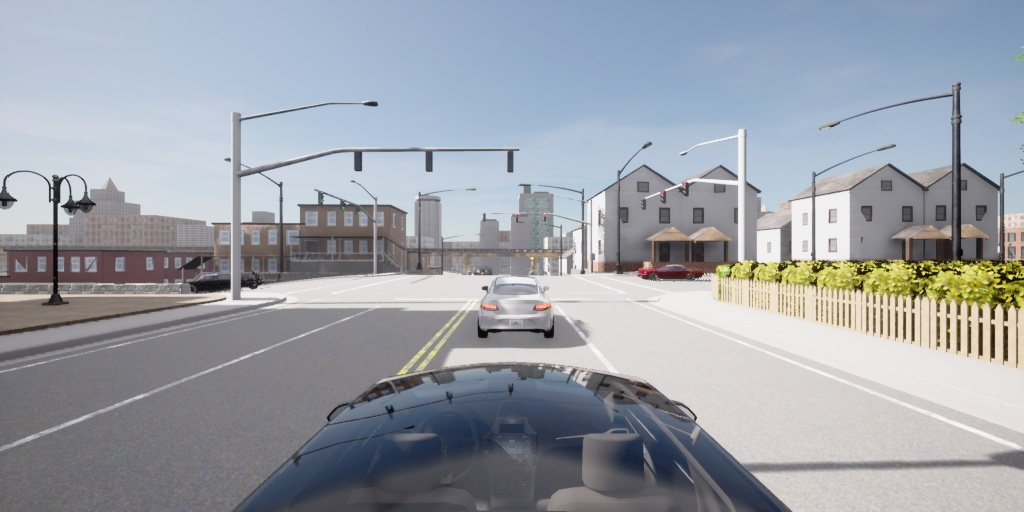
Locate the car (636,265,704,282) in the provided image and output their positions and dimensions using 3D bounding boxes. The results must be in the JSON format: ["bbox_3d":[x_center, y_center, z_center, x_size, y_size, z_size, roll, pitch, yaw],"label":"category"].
[{"bbox_3d":[12.572,1.351,28.792,4.718,1.301,1.895,0,0,-1],"label":"car"}]

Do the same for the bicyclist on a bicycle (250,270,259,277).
[{"bbox_3d":[-25.562,2.214,35.616,0.582,1.620,1.656,-8,0,0],"label":"bicyclist on a bicycle"}]

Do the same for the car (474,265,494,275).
[{"bbox_3d":[-3.512,2.162,45.275,2.150,2.045,5.566,0,-9,0],"label":"car"}]

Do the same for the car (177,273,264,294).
[{"bbox_3d":[-19.972,1.845,24.729,4.718,1.301,1.895,-4,0,-1],"label":"car"}]

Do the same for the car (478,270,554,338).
[{"bbox_3d":[0.103,1.276,10.034,1.812,1.442,4.674,0,0,0],"label":"car"}]
